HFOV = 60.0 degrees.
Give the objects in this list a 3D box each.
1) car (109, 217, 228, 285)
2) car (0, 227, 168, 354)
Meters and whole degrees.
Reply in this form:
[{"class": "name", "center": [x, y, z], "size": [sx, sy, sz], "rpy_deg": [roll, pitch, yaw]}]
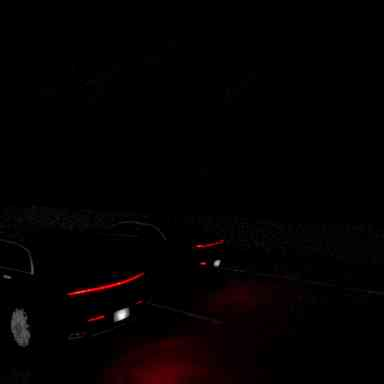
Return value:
[{"class": "car", "center": [-1.365, 1.447, 9.264], "size": [4.902, 1.511, 2.128], "rpy_deg": [0, 0, 36]}, {"class": "car", "center": [-2.955, 1.465, 6.099], "size": [4.892, 1.490, 1.837], "rpy_deg": [0, 0, 35]}]
